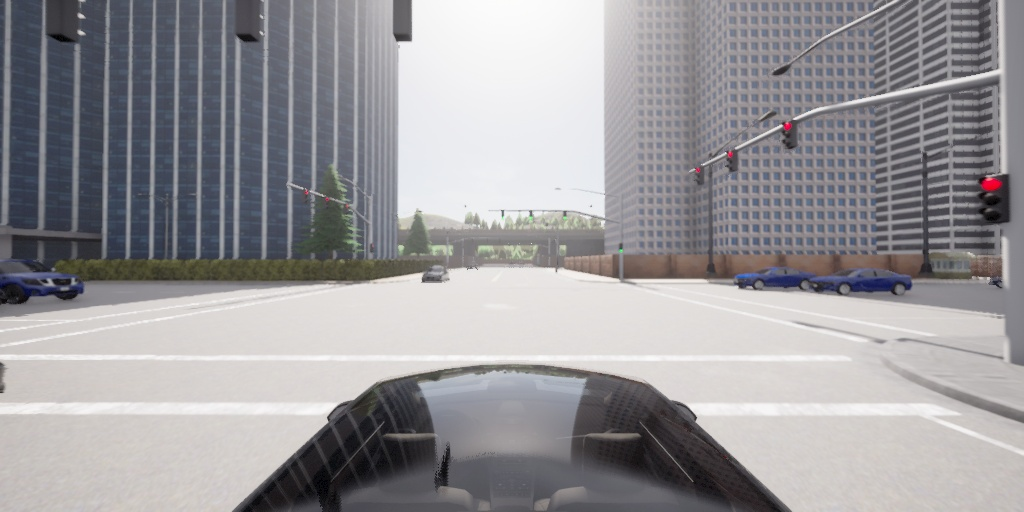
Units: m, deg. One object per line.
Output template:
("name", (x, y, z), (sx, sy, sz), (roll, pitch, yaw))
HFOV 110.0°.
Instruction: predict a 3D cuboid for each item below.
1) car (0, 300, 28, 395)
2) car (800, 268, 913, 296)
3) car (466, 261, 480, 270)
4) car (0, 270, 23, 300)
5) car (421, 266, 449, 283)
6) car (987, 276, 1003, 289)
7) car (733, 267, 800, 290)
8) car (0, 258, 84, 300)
("car", (-7.001, 1.307, 2.331), (1.812, 1.442, 4.674), (0, -1, 0))
("car", (20.320, 1.467, 21.056), (5.008, 1.535, 1.882), (0, -1, 0))
("car", (-7.006, 1.698, 64.867), (2.097, 1.767, 4.553), (0, -1, 0))
("car", (-22.187, 1.399, 13.448), (4.892, 1.490, 1.837), (0, -1, 0))
("car", (-7.003, 1.710, 33.128), (1.837, 1.490, 4.892), (0, 1, 0))
("car", (36.100, 1.577, 24.410), (5.357, 1.411, 2.033), (0, -1, 1))
("car", (17.915, 1.510, 24.569), (5.008, 1.535, 1.882), (0, -1, 0))
("car", (-23.896, 1.151, 16.939), (5.566, 2.045, 2.150), (1, -1, 0))
